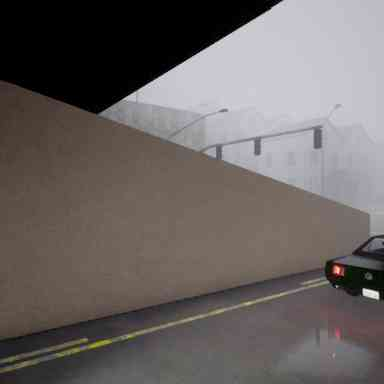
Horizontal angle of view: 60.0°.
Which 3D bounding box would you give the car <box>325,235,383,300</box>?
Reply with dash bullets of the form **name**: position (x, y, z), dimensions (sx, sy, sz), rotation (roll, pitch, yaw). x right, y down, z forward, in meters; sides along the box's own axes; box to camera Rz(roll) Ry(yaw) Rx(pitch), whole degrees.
- **car**: position (5.133, 1.601, 7.437), dimensions (4.718, 1.301, 1.895), rotation (0, 0, -35)
